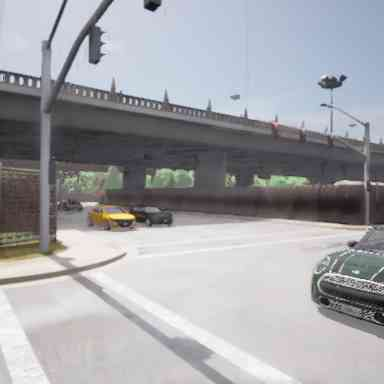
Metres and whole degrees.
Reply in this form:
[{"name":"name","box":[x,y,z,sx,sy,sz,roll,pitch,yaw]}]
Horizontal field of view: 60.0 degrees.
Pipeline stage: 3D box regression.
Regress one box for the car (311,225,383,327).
[{"name":"car","box":[4.598,1.488,7.083,4.553,1.767,2.097,1,-1,-35]}]

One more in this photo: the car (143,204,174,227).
[{"name":"car","box":[-3.264,1.721,25.277,1.882,1.535,5.008,1,0,-35]}]

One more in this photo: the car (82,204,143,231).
[{"name":"car","box":[-5.475,1.674,22.344,1.882,1.535,5.008,1,-1,-35]}]

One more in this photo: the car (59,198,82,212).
[{"name":"car","box":[-15.451,1.626,42.523,2.097,1.767,4.553,1,-1,-35]}]
